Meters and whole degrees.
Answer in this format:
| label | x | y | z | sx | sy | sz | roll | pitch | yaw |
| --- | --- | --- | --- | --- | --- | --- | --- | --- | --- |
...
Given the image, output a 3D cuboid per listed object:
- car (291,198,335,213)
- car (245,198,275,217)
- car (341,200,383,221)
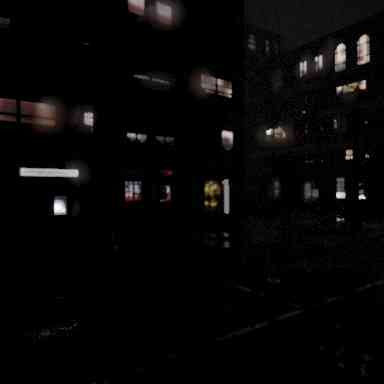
| label | x | y | z | sx | sy | sz | roll | pitch | yaw |
| --- | --- | --- | --- | --- | --- | --- | --- | --- | --- |
| car | 11.467 | 1.241 | 32.001 | 2.008 | 1.369 | 4.403 | -1 | 0 | -36 |
| car | 4.872 | 1.180 | 27.229 | 1.967 | 1.590 | 4.097 | -1 | 0 | -36 |
| car | 12.089 | 1.250 | 21.863 | 1.994 | 1.385 | 4.181 | 0 | 0 | -36 |
